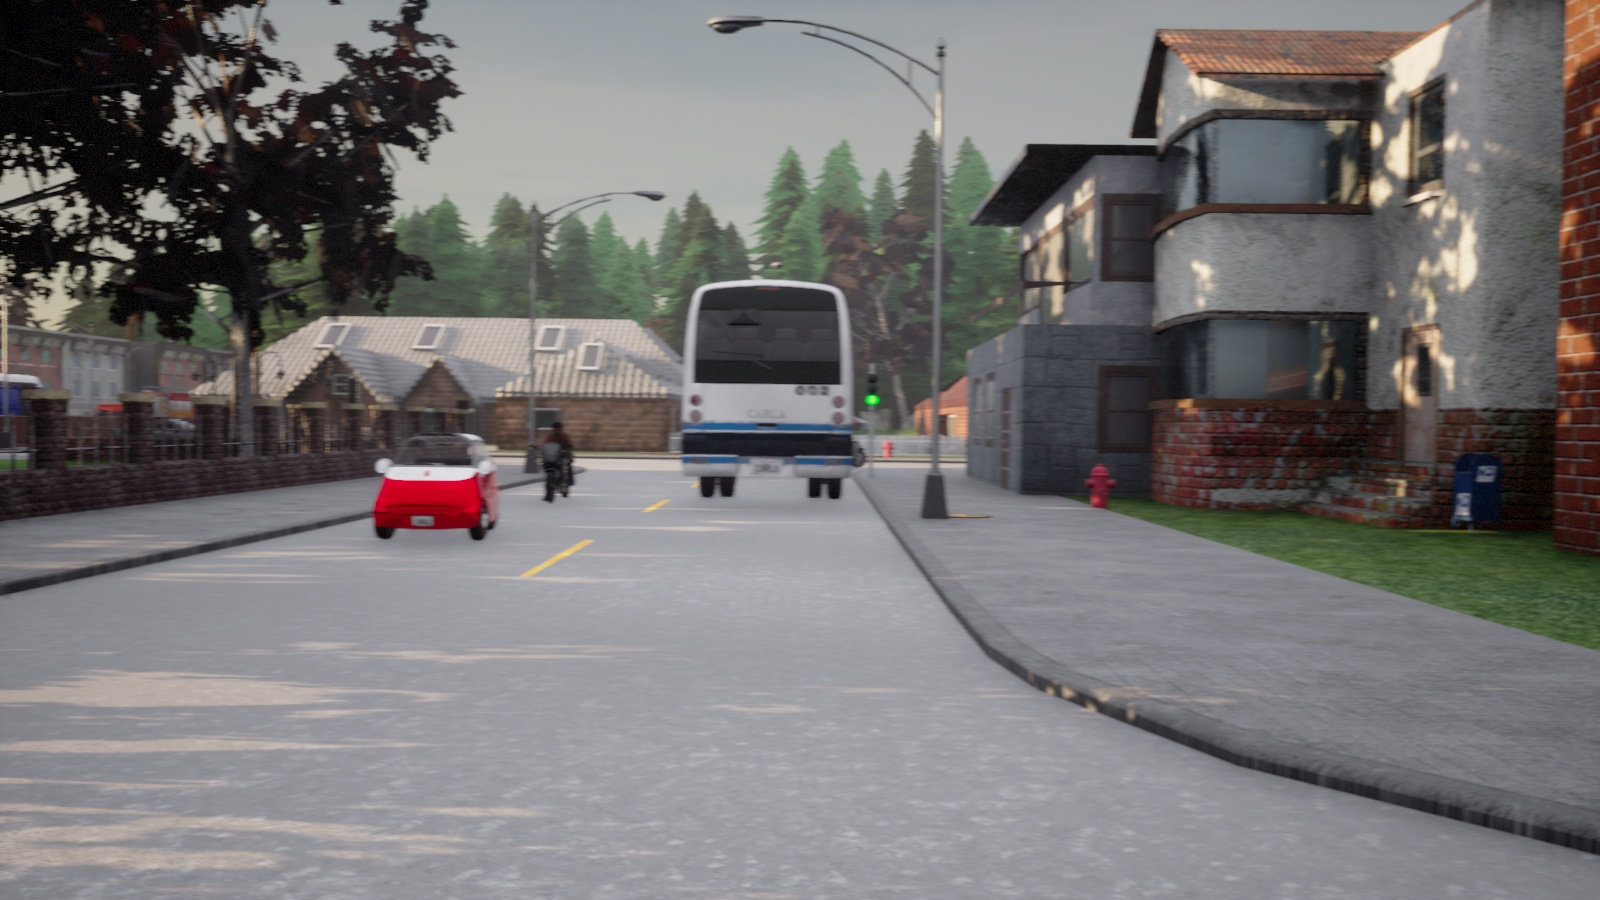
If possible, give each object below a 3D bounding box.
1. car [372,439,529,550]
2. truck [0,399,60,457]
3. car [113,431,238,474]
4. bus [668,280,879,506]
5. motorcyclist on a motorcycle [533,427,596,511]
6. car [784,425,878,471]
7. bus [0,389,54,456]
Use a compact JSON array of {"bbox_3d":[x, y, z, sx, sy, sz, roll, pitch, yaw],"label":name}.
[{"bbox_3d":[-4.624,0.547,16.876,1.481,1.376,2.207,-1,1,0],"label":"car"},{"bbox_3d":[-49.105,-1.316,76.757,2.891,3.462,7.936,0,1,1],"label":"truck"},{"bbox_3d":[-22.964,0.069,46.277,3.633,1.501,1.845,-1,1,-1],"label":"car"},{"bbox_3d":[-0.426,-1.169,28.907,3.944,4.253,10.273,0,1,1],"label":"bus"},{"bbox_3d":[-4.487,0.326,24.073,0.797,1.523,2.044,-1,1,0],"label":"motorcyclist on a motorcycle"},{"bbox_3d":[1.133,-0.097,43.784,1.845,1.501,3.633,0,1,27],"label":"car"},{"bbox_3d":[-53.049,-1.755,80.625,3.944,4.253,10.273,0,1,1],"label":"bus"}]
